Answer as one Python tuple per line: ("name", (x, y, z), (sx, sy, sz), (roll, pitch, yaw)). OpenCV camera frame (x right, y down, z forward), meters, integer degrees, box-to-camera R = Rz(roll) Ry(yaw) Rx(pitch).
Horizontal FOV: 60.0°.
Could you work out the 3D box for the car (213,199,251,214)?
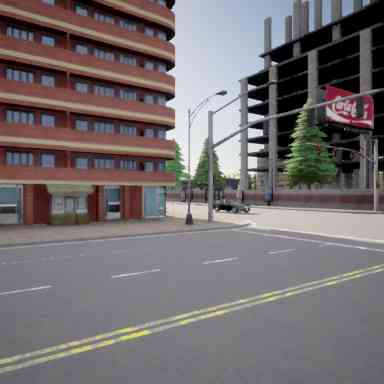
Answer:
("car", (4.201, 1.491, 35.892), (2.128, 1.511, 4.902), (0, 0, -35))
